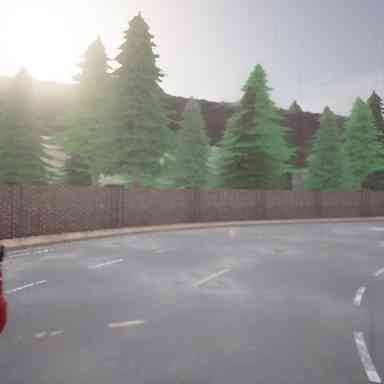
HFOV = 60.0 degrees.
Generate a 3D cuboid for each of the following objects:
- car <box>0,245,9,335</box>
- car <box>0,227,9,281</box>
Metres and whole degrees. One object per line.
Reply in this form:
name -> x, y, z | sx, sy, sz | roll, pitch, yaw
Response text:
car -> -3.573, 1.187, 1.860 | 2.150, 2.045, 5.566 | 0, 0, 7
car -> -6.268, 1.543, 6.507 | 1.895, 1.301, 4.718 | 1, 0, 17
